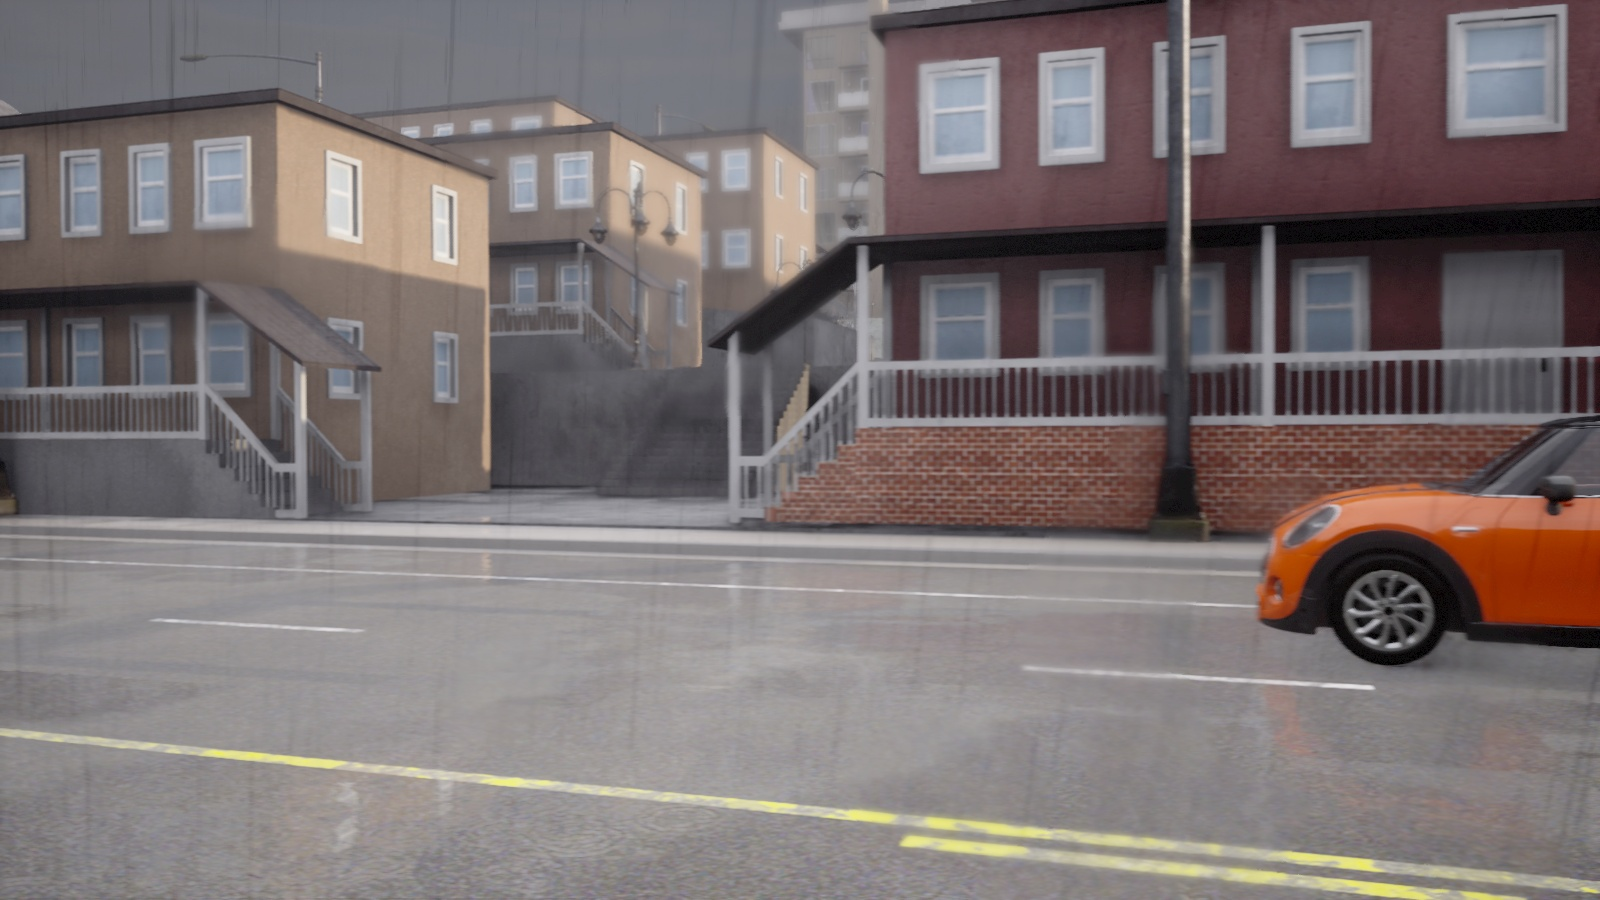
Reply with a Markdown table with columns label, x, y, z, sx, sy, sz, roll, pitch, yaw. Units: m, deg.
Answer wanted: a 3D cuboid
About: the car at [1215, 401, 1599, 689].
| label | x | y | z | sx | sy | sz | roll | pitch | yaw |
| --- | --- | --- | --- | --- | --- | --- | --- | --- | --- |
| car | 5.371 | 0.572 | 8.656 | 4.553 | 1.767 | 2.097 | 1 | 1 | 24 |
